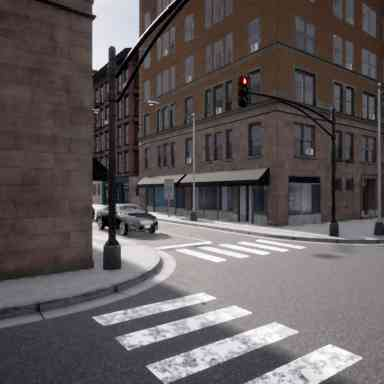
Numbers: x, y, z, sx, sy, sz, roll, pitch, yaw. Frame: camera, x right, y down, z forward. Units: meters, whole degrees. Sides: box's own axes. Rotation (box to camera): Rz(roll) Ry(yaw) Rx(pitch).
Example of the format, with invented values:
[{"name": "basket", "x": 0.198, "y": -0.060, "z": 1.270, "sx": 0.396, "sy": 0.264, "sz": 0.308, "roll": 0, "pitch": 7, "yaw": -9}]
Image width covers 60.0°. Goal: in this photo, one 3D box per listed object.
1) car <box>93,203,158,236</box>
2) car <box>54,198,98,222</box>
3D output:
[{"name": "car", "x": -3.639, "y": 1.395, "z": 18.144, "sx": 2.128, "sy": 1.511, "sz": 4.902, "roll": 0, "pitch": 0, "yaw": -37}, {"name": "car", "x": -9.126, "y": 1.323, "z": 25.853, "sx": 1.882, "sy": 1.535, "sz": 5.008, "roll": 0, "pitch": 0, "yaw": -36}]
